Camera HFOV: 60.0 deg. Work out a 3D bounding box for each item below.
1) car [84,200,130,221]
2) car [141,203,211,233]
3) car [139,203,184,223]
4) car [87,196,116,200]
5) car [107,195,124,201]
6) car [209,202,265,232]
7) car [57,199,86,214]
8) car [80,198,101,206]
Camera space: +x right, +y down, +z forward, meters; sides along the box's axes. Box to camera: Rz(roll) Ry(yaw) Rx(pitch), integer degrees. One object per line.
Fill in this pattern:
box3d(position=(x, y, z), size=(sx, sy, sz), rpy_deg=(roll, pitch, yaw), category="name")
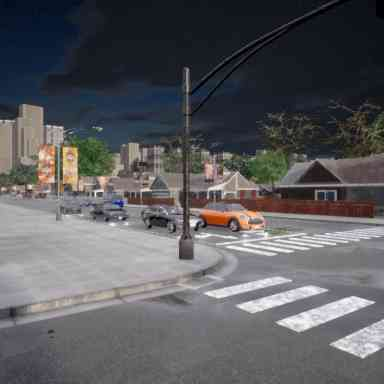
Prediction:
box3d(position=(-7.323, 1.712, 28.947), size=(2.033, 1.411, 5.357), rpy_deg=(0, 0, -35), category="car")
box3d(position=(-1.347, 1.592, 20.564), size=(2.128, 1.511, 4.902), rpy_deg=(0, 0, -35), category="car")
box3d(position=(-2.619, 1.706, 27.963), size=(1.994, 1.385, 4.181), rpy_deg=(0, 0, -34), category="car")
box3d(position=(-13.426, 1.786, 49.082), size=(1.837, 1.490, 4.892), rpy_deg=(0, 0, -35), category="car")
box3d(position=(-13.011, 1.523, 54.100), size=(2.150, 2.045, 5.566), rpy_deg=(0, 0, -36), category="car")
box3d(position=(2.397, 1.440, 20.935), size=(2.097, 1.767, 4.553), rpy_deg=(0, 0, -36), category="car")
box3d(position=(-14.330, 1.740, 38.819), size=(1.837, 1.490, 4.892), rpy_deg=(0, 1, -36), category="car")
box3d(position=(-19.163, 1.907, 62.579), size=(2.033, 1.411, 5.357), rpy_deg=(0, 0, -35), category="car")
